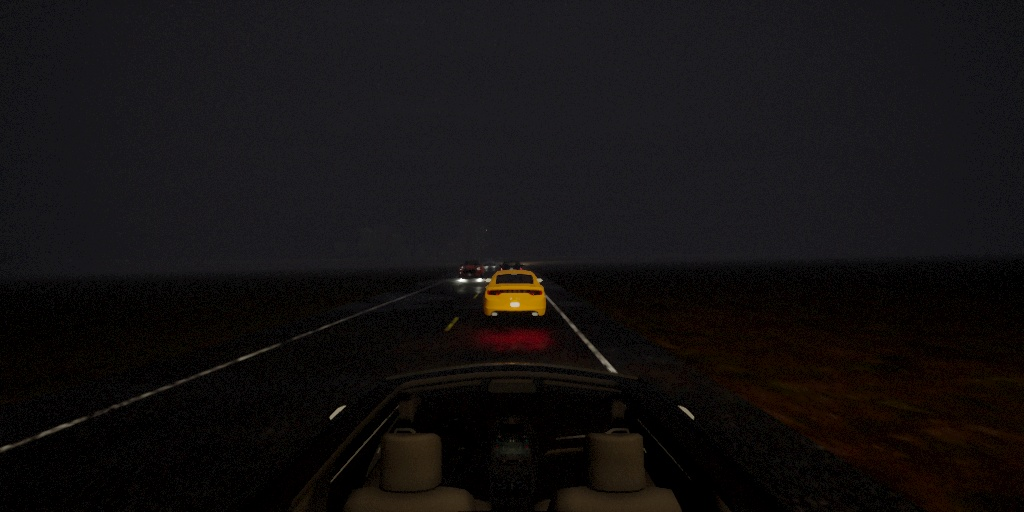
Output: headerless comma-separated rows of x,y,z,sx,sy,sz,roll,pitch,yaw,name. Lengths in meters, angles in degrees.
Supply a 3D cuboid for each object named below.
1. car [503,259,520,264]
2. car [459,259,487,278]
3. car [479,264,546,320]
-0.055,1.115,30.802,2.097,1.767,4.553,0,0,-1,car
-3.786,1.118,34.155,2.097,1.767,4.553,0,0,-1,car
0.074,1.229,12.664,1.882,1.535,5.008,0,0,0,car
